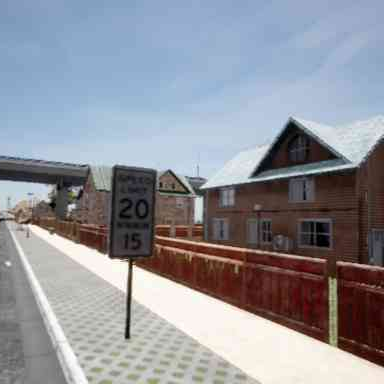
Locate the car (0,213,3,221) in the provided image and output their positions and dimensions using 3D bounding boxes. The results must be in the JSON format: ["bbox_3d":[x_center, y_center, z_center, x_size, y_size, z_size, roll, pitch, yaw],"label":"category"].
[{"bbox_3d":[-43.232,5.851,73.693,1.895,1.301,4.718,5,-5,-29],"label":"car"}]

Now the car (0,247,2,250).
[{"bbox_3d":[-7.448,2.186,10.977,2.033,1.411,5.357,5,-5,-29],"label":"car"}]
